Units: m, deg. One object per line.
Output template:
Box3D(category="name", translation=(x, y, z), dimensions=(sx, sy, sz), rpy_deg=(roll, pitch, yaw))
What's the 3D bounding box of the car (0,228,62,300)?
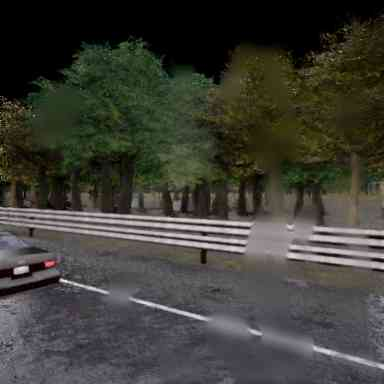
Box3D(category="car", translation=(-5.276, 1.521, 7.762), dimensions=(5.357, 1.411, 2.033), rpy_deg=(0, 0, 36))
